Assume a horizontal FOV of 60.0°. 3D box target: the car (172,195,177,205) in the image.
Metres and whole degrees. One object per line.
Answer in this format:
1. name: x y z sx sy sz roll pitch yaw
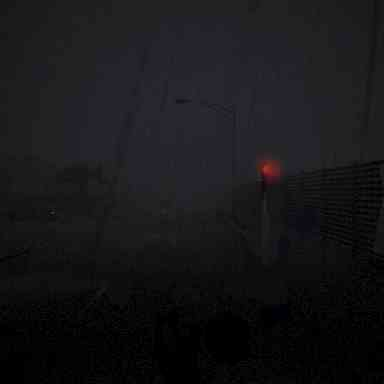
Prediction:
1. car: -4.002 1.478 57.045 1.882 1.535 5.008 0 0 0

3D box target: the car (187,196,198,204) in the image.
1. car: 0.094 1.505 63.222 1.837 1.490 4.892 0 0 0

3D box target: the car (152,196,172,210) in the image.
1. car: -4.034 1.564 43.424 1.994 1.385 4.181 0 0 0

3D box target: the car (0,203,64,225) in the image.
1. car: -11.499 1.526 23.415 4.674 1.442 1.812 0 1 -2

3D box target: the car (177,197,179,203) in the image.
1. car: -3.894 1.467 71.075 1.882 1.535 5.008 0 0 0
